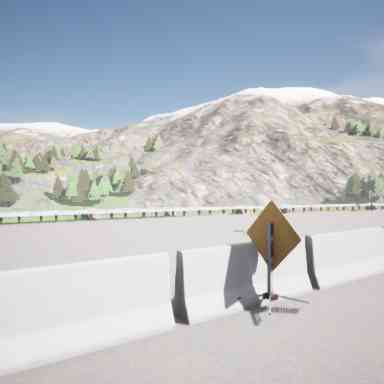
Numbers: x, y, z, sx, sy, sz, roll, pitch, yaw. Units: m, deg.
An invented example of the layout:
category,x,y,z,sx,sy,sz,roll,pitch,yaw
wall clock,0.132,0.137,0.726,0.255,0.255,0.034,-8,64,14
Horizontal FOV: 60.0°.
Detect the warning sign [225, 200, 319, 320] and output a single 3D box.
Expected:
category,x,y,z,sx,sy,sz,roll,pitch,yaw
warning sign,1.439,1.087,6.096,1.060,1.860,1.300,0,0,-34
